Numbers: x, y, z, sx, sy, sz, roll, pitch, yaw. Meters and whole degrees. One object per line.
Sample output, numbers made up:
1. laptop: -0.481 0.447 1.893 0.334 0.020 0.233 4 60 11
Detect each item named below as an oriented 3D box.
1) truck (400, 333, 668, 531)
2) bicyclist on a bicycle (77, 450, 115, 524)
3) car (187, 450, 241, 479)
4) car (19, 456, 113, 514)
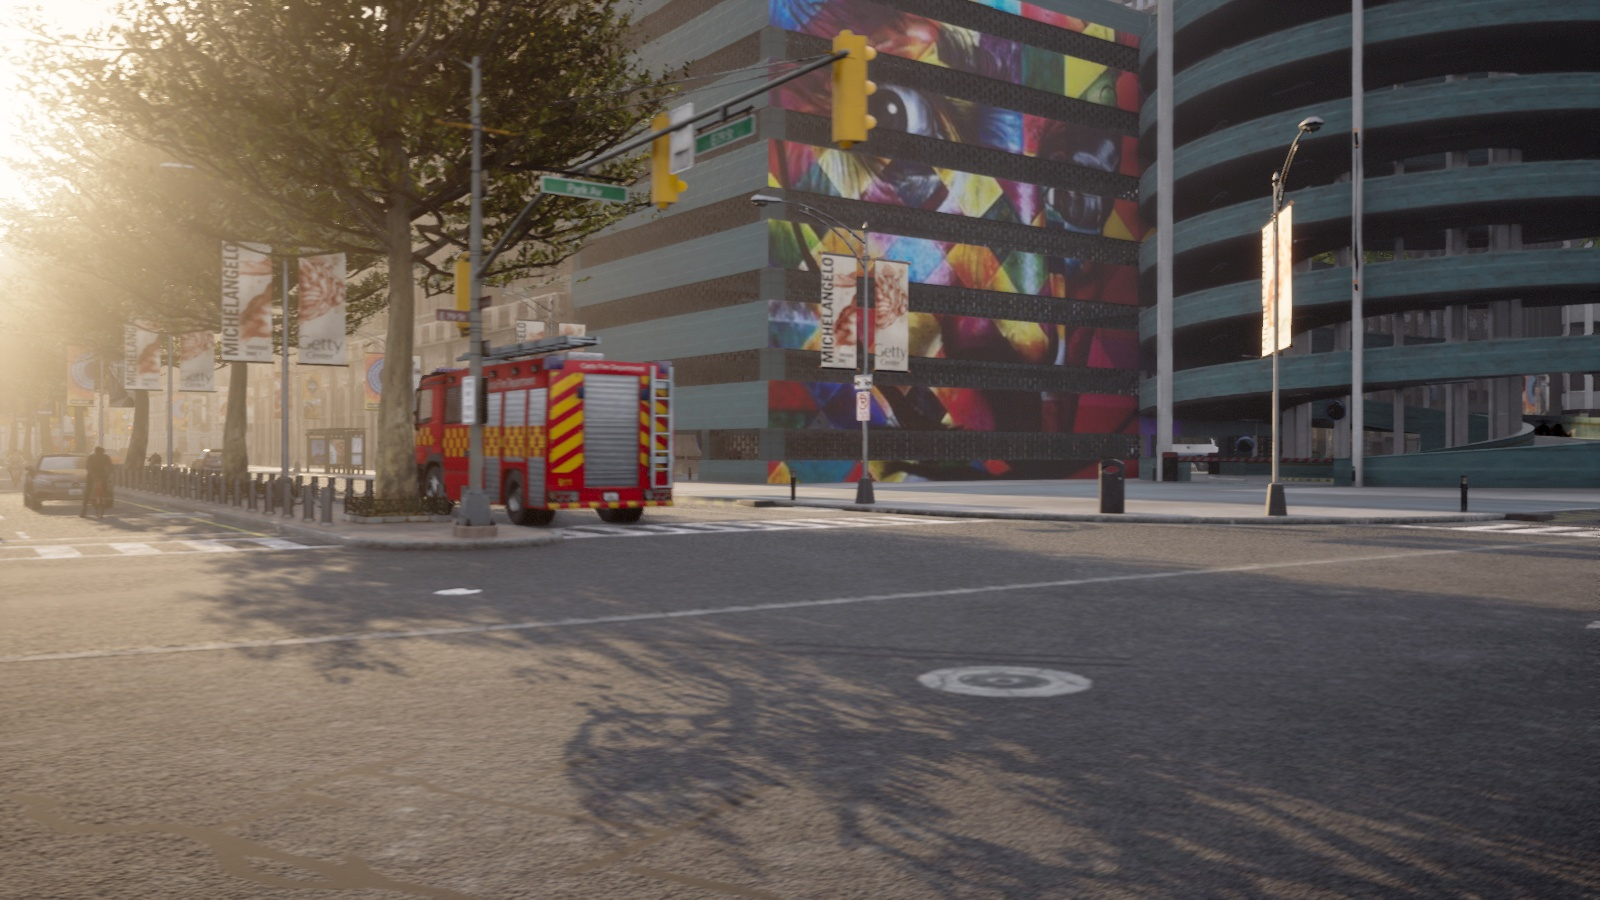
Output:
1. truck: -6.338 -0.336 28.585 2.891 3.827 8.468 0 0 -35
2. bicyclist on a bicycle: -15.829 0.800 28.206 0.582 1.620 1.656 0 0 -35
3. car: -35.683 0.852 76.409 2.242 1.667 4.611 0 0 -35
4. car: -19.787 0.895 33.759 1.812 1.442 4.674 0 0 -35
